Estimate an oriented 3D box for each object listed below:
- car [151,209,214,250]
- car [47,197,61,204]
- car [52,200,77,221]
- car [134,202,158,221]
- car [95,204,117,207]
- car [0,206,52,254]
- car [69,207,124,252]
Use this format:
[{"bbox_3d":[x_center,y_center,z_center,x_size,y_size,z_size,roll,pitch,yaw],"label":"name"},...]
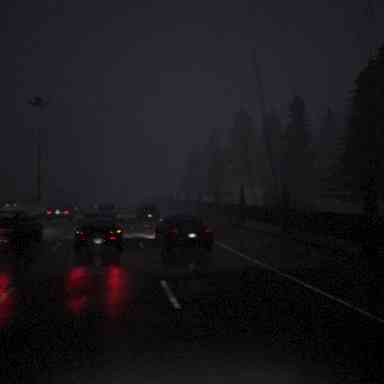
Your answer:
[{"bbox_3d":[-0.460,1.667,14.856,1.994,1.385,4.181,1,0,-14],"label":"car"},{"bbox_3d":[-27.099,1.642,65.525,1.812,1.442,4.674,1,0,-14],"label":"car"},{"bbox_3d":[-10.718,1.607,27.505,2.033,1.411,5.357,1,0,-14],"label":"car"},{"bbox_3d":[-3.984,1.670,29.452,1.837,1.490,4.892,1,0,-13],"label":"car"},{"bbox_3d":[-7.389,1.676,28.639,1.994,1.385,4.181,1,0,-13],"label":"car"},{"bbox_3d":[-7.265,1.493,13.219,2.128,1.511,4.902,1,0,-13],"label":"car"},{"bbox_3d":[-3.887,1.578,14.141,1.812,1.442,4.674,1,0,-13],"label":"car"}]
